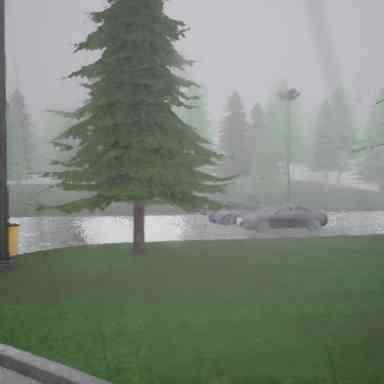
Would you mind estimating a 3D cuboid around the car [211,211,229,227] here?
[{"bbox_3d":[3.186,1.418,21.051,4.181,1.385,1.994,0,0,-11],"label":"car"}]

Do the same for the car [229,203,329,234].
[{"bbox_3d":[4.815,1.362,17.807,4.902,1.511,2.128,0,0,-11],"label":"car"}]
